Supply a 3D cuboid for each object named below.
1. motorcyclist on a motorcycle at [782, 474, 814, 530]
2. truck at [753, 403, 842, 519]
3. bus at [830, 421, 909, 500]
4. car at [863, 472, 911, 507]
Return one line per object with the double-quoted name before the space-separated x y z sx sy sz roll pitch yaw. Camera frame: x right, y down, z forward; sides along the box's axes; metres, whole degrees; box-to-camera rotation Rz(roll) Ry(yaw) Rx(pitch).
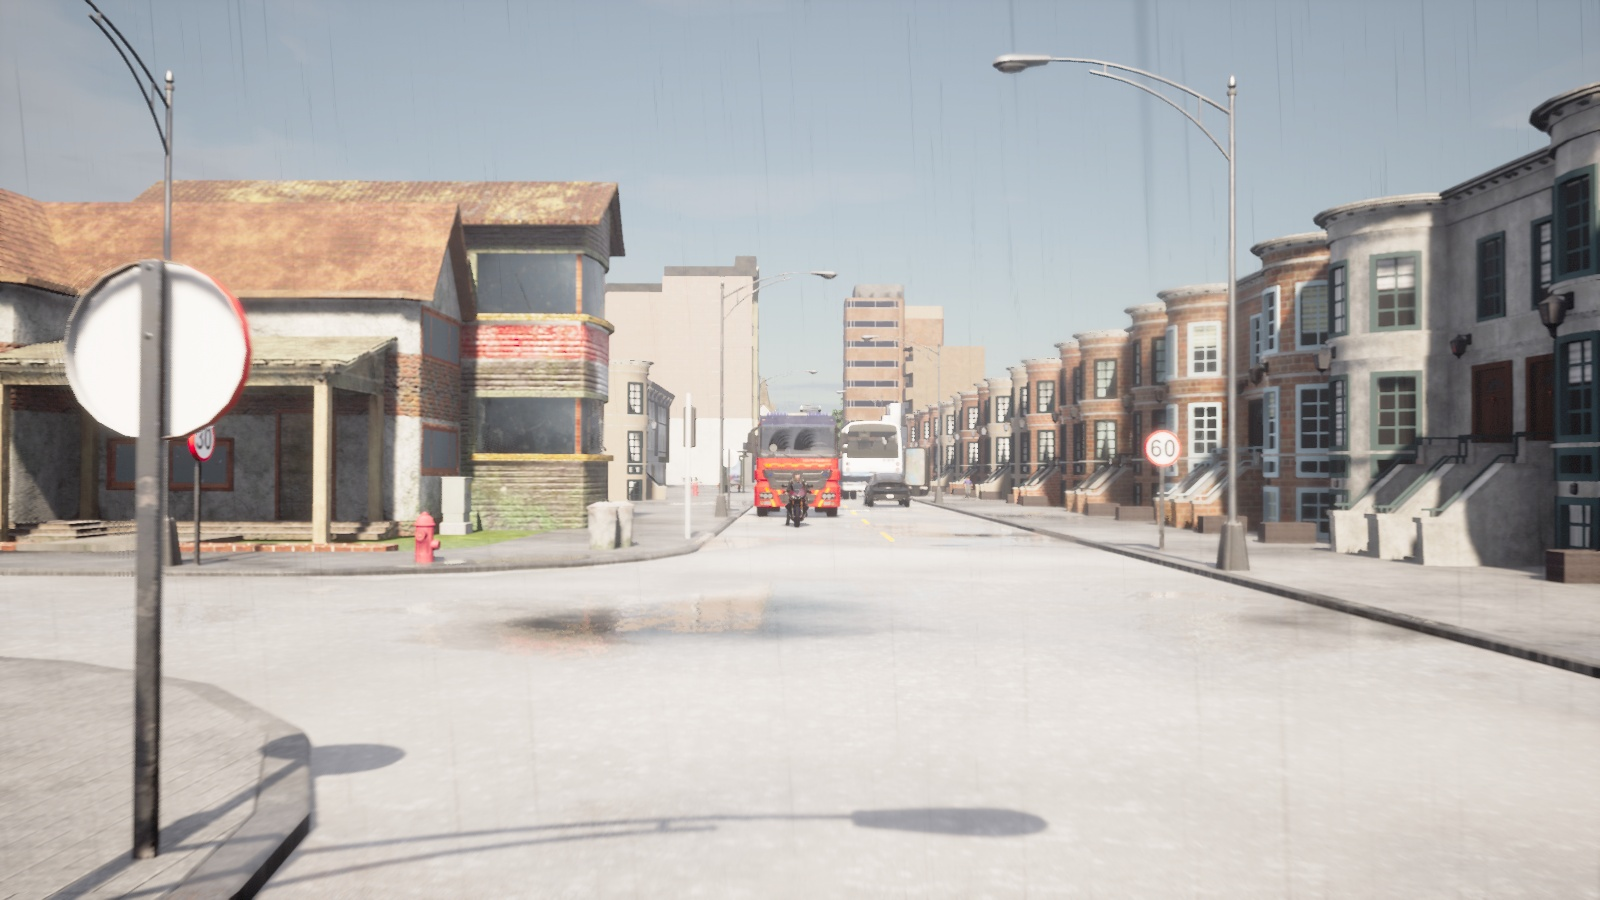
"motorcyclist on a motorcycle" -0.064 1.446 35.589 0.866 1.530 2.191 0 -1 0
"truck" -0.085 0.410 45.522 2.891 3.827 8.468 0 -1 0
"bus" 3.878 0.641 72.760 3.944 4.253 10.273 0 -1 0
"car" 3.904 1.757 56.902 1.837 1.490 4.892 0 -1 0
